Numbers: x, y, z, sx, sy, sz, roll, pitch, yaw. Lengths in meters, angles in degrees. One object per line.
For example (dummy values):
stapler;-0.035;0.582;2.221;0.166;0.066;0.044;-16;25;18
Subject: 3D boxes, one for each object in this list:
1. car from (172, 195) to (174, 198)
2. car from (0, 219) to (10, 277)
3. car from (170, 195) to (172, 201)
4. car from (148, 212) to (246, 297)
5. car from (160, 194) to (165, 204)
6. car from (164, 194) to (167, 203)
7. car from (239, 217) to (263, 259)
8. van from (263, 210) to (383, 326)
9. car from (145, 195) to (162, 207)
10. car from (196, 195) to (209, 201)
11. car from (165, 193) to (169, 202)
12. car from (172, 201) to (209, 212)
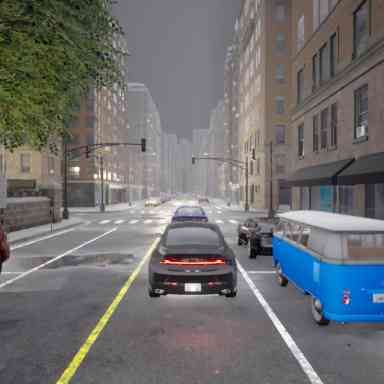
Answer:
car;-6.317;1.289;83.079;2.192;1.841;5.009;0;0;0
car;-5.717;1.314;6.688;2.192;1.841;5.009;0;0;0
car;-6.273;1.522;77.628;2.008;1.369;4.403;0;0;0
car;0.009;1.503;8.536;1.837;1.490;4.892;0;0;0
car;-6.102;1.521;55.825;2.008;1.369;4.403;0;0;0
car;-6.145;1.514;61.276;1.887;1.381;4.507;0;0;0
car;2.764;1.563;12.455;1.947;1.339;4.313;0;0;0
van;2.808;1.340;6.795;1.690;1.788;3.998;0;0;0
car;-6.058;1.497;50.205;1.752;1.417;4.829;0;0;0
car;2.336;1.409;66.830;1.967;1.590;4.097;0;0;0
car;-6.188;1.514;66.727;1.887;1.381;4.507;0;0;0
car;-0.104;1.472;18.032;1.882;1.535;5.008;0;0;0
